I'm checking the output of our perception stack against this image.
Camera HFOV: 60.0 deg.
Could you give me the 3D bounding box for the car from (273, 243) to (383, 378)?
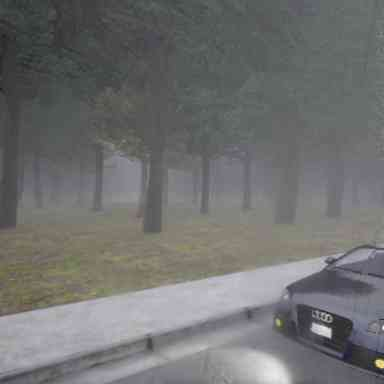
[{"bbox_3d":[3.275,1.592,5.410,4.181,1.385,1.994,0,0,-36],"label":"car"}]
